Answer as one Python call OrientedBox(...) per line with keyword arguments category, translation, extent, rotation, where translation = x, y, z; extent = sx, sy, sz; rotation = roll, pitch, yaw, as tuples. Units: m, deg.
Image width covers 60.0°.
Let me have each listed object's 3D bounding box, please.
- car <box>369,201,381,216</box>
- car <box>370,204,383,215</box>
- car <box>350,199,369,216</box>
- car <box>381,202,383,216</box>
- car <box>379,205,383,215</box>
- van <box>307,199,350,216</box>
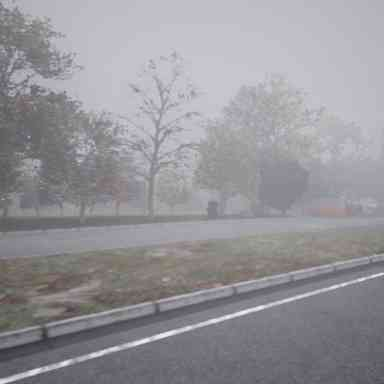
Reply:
OrientedBox(category="car", translation=(20.709, 2.273, 42.851), extent=(1.946, 1.575, 5.366), rotation=(3, -2, -35))
OrientedBox(category="car", translation=(29.520, 2.712, 49.345), extent=(2.097, 1.535, 5.008), rotation=(3, -2, -35))
OrientedBox(category="car", translation=(18.339, 1.920, 41.425), extent=(2.435, 2.045, 5.566), rotation=(2, -1, -35))
OrientedBox(category="car", translation=(22.858, 2.385, 44.600), extent=(2.231, 1.521, 4.892), rotation=(3, -2, -35))
OrientedBox(category="car", translation=(31.877, 2.828, 51.023), extent=(2.097, 1.535, 5.008), rotation=(3, -2, -35))
OrientedBox(category="van", translation=(15.932, 1.846, 39.822), extent=(1.878, 1.987, 4.442), rotation=(2, -1, -35))
